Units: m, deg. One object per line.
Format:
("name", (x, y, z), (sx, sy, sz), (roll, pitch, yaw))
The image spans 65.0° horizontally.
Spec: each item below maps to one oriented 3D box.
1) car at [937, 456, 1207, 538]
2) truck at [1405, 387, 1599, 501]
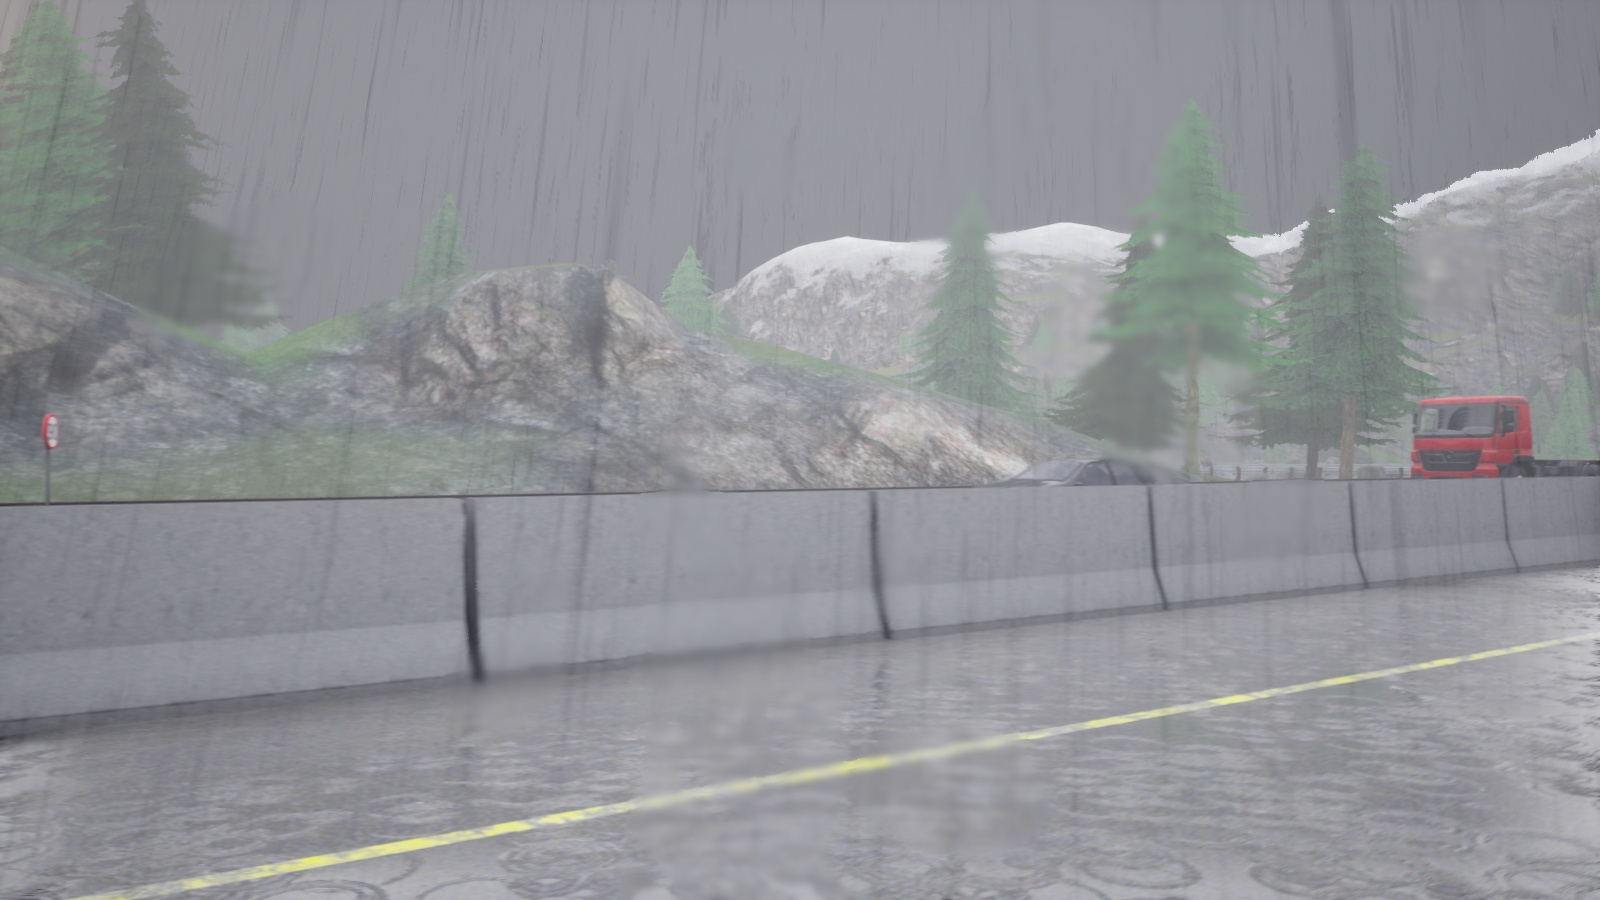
("car", (5.379, 0.841, 24.460), (5.357, 1.411, 2.033), (0, 0, -35))
("truck", (23.862, -0.186, 41.542), (7.936, 3.462, 2.891), (0, 0, -29))
